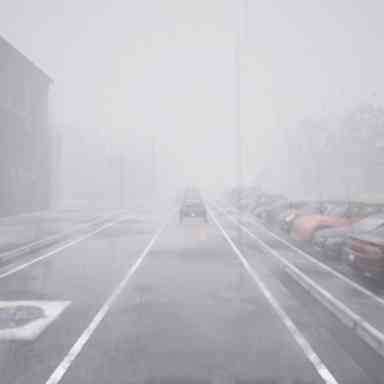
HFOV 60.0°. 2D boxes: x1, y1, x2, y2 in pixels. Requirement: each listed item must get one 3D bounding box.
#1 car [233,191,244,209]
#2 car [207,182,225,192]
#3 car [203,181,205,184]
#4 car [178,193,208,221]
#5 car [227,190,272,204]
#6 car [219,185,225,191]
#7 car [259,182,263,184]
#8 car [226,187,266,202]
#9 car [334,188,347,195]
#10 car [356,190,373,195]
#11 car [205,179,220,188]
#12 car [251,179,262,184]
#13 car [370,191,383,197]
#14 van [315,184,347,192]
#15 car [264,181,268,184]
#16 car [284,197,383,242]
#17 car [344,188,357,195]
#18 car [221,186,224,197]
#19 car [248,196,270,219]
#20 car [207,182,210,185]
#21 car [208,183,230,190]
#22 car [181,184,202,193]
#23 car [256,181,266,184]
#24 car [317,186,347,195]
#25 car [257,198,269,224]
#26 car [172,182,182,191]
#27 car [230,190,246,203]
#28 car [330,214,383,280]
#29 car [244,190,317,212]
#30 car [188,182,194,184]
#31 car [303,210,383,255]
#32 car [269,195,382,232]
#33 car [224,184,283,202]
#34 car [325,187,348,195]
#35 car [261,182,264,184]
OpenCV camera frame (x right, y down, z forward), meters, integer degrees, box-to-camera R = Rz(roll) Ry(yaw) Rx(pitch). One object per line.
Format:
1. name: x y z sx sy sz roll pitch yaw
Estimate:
1. car: 6.572 0.960 30.572 4.792 1.488 2.163 0 2 0
2. car: 6.600 -0.841 77.069 4.792 1.488 2.163 0 3 0
3. car: 6.527 -1.708 90.923 5.366 1.575 1.946 0 3 0
4. car: 0.059 1.126 23.172 2.128 1.511 4.902 0 2 0
5. car: 6.652 0.570 38.925 5.008 1.535 2.097 0 3 0
6. car: 6.685 0.167 47.265 4.792 1.488 2.163 0 3 0
7. car: 19.740 -1.165 82.520 4.674 1.452 2.002 0 3 0
8. car: 6.708 0.305 41.695 4.553 1.767 2.185 0 3 0
9. car: 19.766 0.594 38.899 4.792 1.488 2.163 0 3 0
10. car: 19.885 0.813 33.315 5.366 1.575 1.946 0 3 0
11. car: 6.691 -1.455 82.594 5.566 2.045 2.435 0 3 0
12. car: 19.821 -1.956 90.797 5.566 2.045 2.435 0 3 0
13. car: 19.652 0.951 30.663 4.792 1.488 2.163 0 2 0
14. van: 19.668 -0.092 47.246 4.442 1.987 1.878 -1 3 0
15. car: 19.741 -1.005 77.104 4.553 1.767 2.185 0 3 0
16. car: 6.518 1.259 13.850 4.553 1.767 2.185 0 1 0
17. car: 19.904 0.692 36.107 5.366 1.575 1.946 0 3 0
18. car: 6.725 0.314 44.485 4.792 1.488 2.163 0 3 0
19. car: 6.514 1.225 22.207 4.792 1.488 2.163 0 2 0
20. car: 6.652 -1.038 79.838 5.008 1.535 2.097 0 3 0
21. car: 6.865 -1.374 85.379 5.366 1.575 1.946 0 3 0
22. car: 0.018 0.344 42.124 2.150 2.045 5.566 0 2 0
23. car: 19.573 -1.375 85.284 5.366 1.575 1.946 0 3 0
24. car: 19.779 0.312 44.589 4.674 1.452 2.002 0 3 0
25. car: 6.554 1.297 19.420 4.792 1.488 2.163 0 1 0
26. car: -3.423 -1.287 77.916 2.150 2.045 5.566 0 3 0
27. car: 6.613 0.821 33.348 4.892 1.521 2.231 0 2 0
28. car: 6.442 1.467 8.276 5.008 1.535 2.097 0 1 0
29. car: 6.531 0.991 24.989 4.553 1.767 2.185 0 2 0
30. car: -0.184 -1.536 87.703 1.812 1.442 4.674 0 3 0
31. car: 6.470 1.470 11.066 4.674 1.452 2.002 0 1 0
32. car: 6.537 1.205 16.629 4.553 1.767 2.185 0 1 0
33. car: 6.667 0.449 36.123 5.566 2.045 2.435 0 3 0
34. car: 19.760 0.459 41.808 4.674 1.452 2.002 0 3 0
35. car: 19.696 -1.009 79.755 4.792 1.488 2.163 0 3 0
